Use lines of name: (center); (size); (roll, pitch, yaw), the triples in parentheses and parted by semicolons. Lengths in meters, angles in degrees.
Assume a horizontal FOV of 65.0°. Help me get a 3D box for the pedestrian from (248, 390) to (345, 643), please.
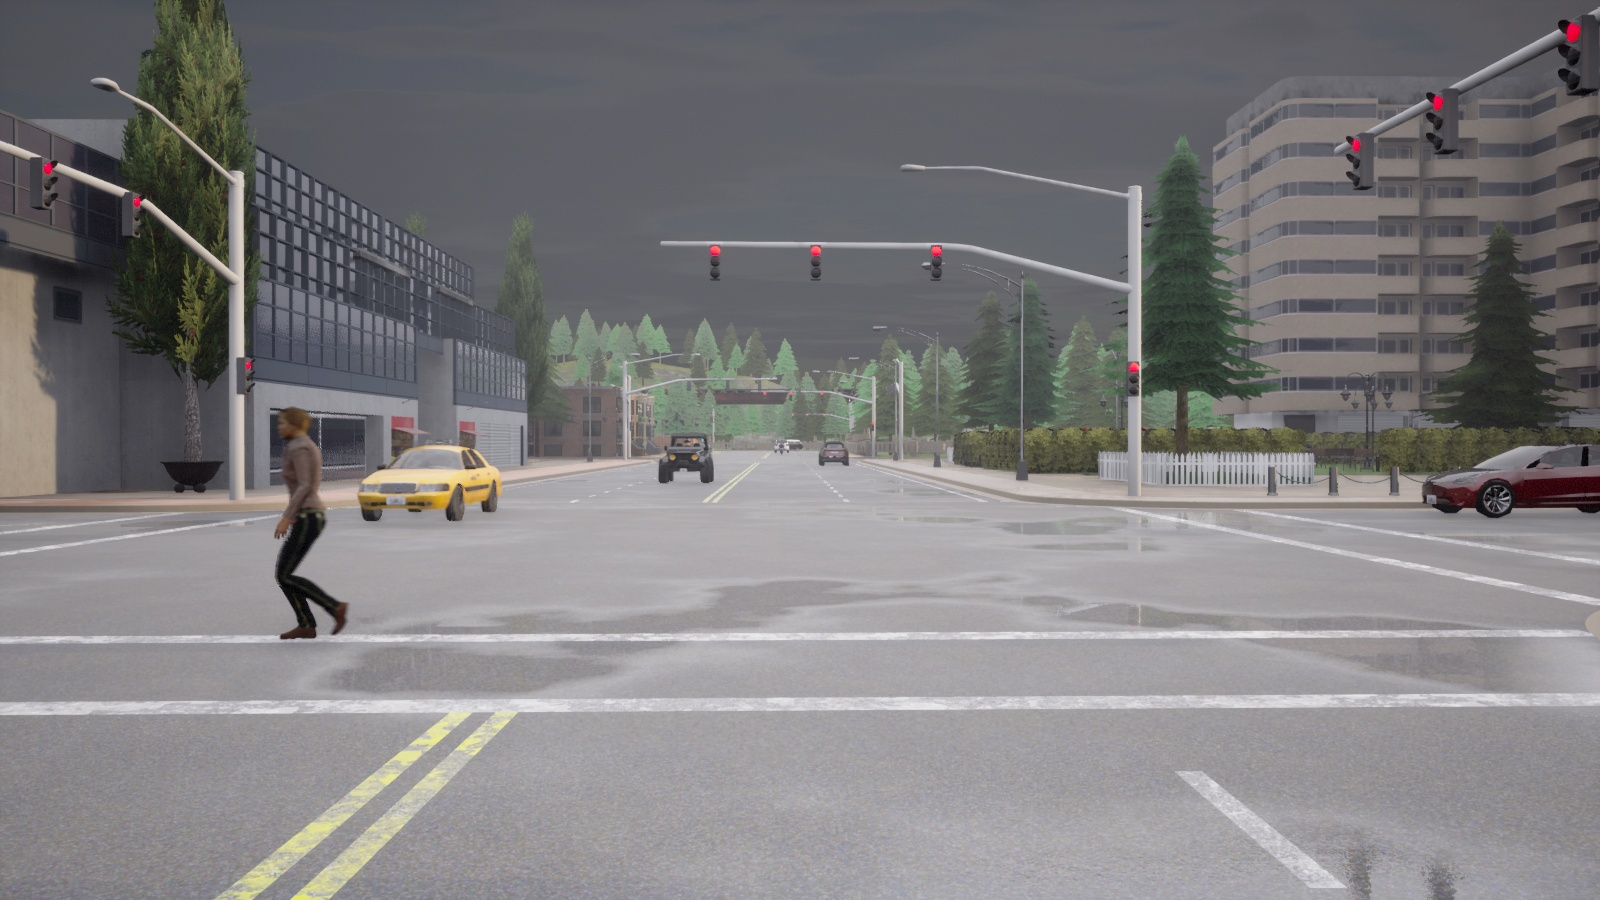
pedestrian: (-3.757, 0.484, 9.402); (0.634, 1.846, 0.331); (0, 0, -14)

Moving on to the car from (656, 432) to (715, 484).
car: (-4.281, 0.271, 47.470); (1.905, 1.878, 3.866); (0, 0, -1)

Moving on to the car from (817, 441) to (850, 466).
car: (2.217, 0.206, 83.680); (2.033, 1.649, 4.856); (0, 0, -1)

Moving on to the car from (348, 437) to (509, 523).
car: (-7.396, 0.535, 25.575); (1.801, 1.575, 5.366); (0, 0, -1)

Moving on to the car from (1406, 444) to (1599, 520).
car: (15.302, 0.614, 25.652); (4.792, 1.488, 2.163); (0, 0, -1)

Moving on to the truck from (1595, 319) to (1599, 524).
truck: (19.204, -0.528, 22.210); (8.468, 3.827, 2.891); (0, 0, -1)
